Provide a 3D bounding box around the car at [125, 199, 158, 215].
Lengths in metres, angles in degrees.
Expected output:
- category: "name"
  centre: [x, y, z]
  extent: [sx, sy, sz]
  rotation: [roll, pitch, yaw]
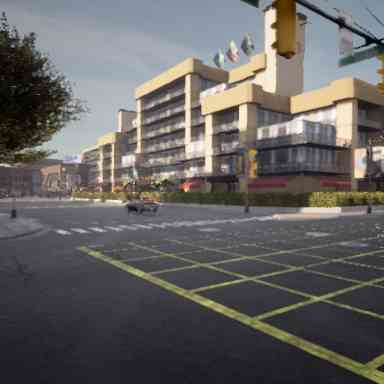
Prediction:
- category: "car"
  centre: [-5.385, 1.514, 35.041]
  extent: [2.128, 1.511, 4.902]
  rotation: [0, 0, -36]
